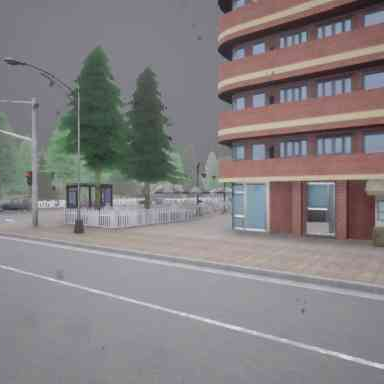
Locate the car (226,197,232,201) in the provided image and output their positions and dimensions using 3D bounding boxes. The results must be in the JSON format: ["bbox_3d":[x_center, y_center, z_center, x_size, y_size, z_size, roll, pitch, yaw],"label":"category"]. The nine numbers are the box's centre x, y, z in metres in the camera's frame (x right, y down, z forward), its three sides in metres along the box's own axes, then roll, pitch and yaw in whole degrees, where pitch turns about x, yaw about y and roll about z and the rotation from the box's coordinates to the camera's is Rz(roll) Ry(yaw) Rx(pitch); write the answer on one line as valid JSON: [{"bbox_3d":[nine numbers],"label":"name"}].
[{"bbox_3d":[8.096,1.516,63.738,4.674,1.442,1.812,0,0,-25],"label":"car"}]

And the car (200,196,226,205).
[{"bbox_3d":[2.995,1.470,56.589,4.674,1.442,1.812,0,0,-34],"label":"car"}]

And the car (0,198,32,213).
[{"bbox_3d":[-19.214,1.436,35.838,2.128,1.511,4.902,0,0,35],"label":"car"}]

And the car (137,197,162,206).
[{"bbox_3d":[-6.620,1.508,52.603,1.994,1.385,4.181,0,0,42],"label":"car"}]

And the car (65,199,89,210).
[{"bbox_3d":[-12.665,1.508,38.992,1.994,1.385,4.181,0,0,36],"label":"car"}]
